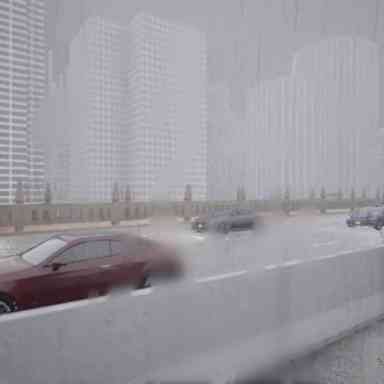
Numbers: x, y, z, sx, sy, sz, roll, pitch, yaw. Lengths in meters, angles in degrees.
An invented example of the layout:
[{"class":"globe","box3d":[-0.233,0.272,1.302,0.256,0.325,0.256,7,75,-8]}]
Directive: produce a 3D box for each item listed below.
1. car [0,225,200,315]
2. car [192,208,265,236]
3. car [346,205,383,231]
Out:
[{"class":"car","box3d":[-2.299,1.526,6.651,4.674,1.442,1.812,0,0,-36]},{"class":"car","box3d":[2.047,1.567,18.352,4.181,1.385,1.994,0,0,-35]},{"class":"car","box3d":[11.619,1.531,20.871,4.674,1.442,1.812,0,0,-36]}]
